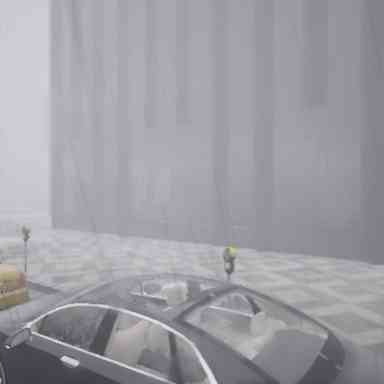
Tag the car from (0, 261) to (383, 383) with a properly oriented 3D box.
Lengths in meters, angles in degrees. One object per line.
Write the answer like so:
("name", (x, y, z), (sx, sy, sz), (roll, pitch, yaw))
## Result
("car", (-0.506, 1.534, 3.310), (4.403, 1.369, 2.008), (0, 1, 35))
